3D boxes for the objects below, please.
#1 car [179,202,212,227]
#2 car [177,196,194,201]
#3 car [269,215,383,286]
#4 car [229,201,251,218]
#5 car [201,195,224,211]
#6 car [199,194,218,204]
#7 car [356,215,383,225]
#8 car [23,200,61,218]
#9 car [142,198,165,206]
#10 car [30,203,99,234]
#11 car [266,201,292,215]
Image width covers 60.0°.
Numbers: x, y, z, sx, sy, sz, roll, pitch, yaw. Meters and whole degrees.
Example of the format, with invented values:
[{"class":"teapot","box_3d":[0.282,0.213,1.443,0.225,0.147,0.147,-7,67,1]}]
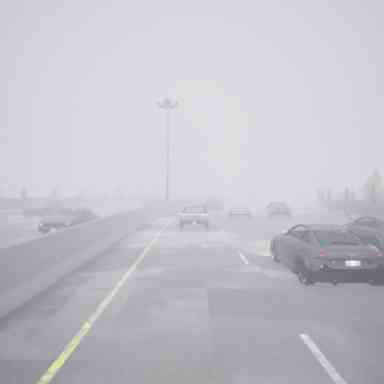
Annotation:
[{"class":"car","box_3d":[0.236,1.602,22.586,1.895,1.301,4.718,0,0,2]},{"class":"car","box_3d":[-1.470,1.534,69.871,1.895,1.301,4.718,0,0,26]},{"class":"car","box_3d":[3.597,1.564,9.440,1.994,1.385,4.181,0,0,0]},{"class":"car","box_3d":[4.377,1.526,30.272,1.812,1.442,4.674,0,0,7]},{"class":"car","box_3d":[2.673,1.353,40.539,2.097,1.767,4.553,0,0,13]},{"class":"car","box_3d":[3.224,1.357,63.697,2.097,1.767,4.553,0,0,26]},{"class":"car","box_3d":[7.097,1.564,12.589,1.994,1.385,4.181,0,0,0]},{"class":"car","box_3d":[-13.349,1.479,30.413,1.882,1.535,5.008,0,0,6]},{"class":"car","box_3d":[-5.727,1.549,50.466,2.033,1.411,5.357,0,0,17]},{"class":"car","box_3d":[-7.028,1.549,19.547,2.033,1.411,5.357,0,0,1]},{"class":"car","box_3d":[7.863,1.548,30.373,2.033,1.411,5.357,0,0,7]}]
